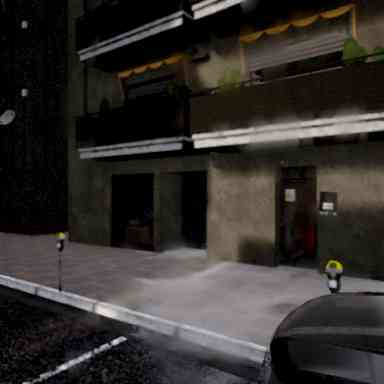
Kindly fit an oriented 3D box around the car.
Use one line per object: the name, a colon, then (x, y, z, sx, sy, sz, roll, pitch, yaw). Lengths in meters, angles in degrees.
car: (2.933, 1.210, 1.314, 5.566, 2.045, 2.150, -1, 0, 35)
